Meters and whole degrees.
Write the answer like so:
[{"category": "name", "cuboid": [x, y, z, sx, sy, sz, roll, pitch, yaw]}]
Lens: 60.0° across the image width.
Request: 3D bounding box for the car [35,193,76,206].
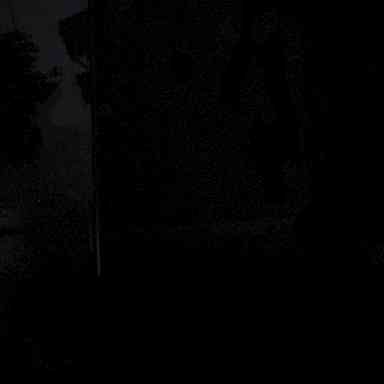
[{"category": "car", "cuboid": [-15.033, 0.771, 36.775, 1.994, 1.385, 4.181, -3, 1, 32]}]
